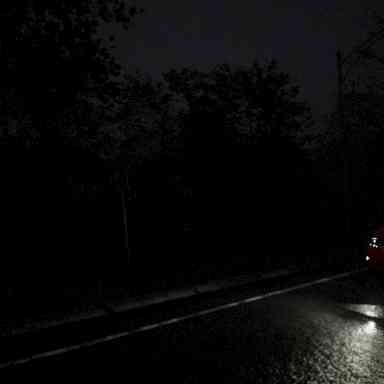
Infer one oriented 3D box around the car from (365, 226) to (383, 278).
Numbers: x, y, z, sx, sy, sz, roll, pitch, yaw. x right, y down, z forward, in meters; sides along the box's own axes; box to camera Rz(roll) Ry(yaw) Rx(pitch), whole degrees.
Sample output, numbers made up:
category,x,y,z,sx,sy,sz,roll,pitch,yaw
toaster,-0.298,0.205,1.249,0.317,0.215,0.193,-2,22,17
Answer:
category,x,y,z,sx,sy,sz,roll,pitch,yaw
car,6.931,1.187,8.937,5.566,2.045,2.150,0,0,-36
